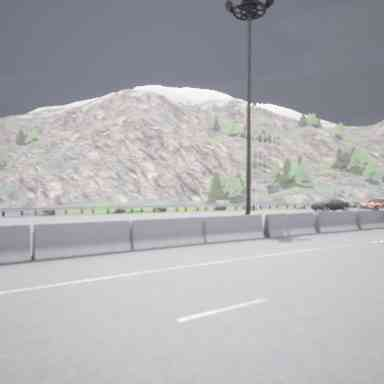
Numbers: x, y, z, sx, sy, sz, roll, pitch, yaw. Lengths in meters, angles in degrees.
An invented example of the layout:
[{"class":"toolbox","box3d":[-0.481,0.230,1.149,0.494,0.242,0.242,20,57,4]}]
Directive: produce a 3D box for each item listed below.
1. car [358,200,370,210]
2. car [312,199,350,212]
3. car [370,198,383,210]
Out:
[{"class":"car","box3d":[21.792,1.486,39.015,4.553,1.767,2.097,0,0,-21]},{"class":"car","box3d":[17.024,1.587,40.865,5.008,1.535,1.882,1,0,-23]},{"class":"car","box3d":[21.757,1.638,35.249,4.892,1.490,1.837,1,0,-22]}]
